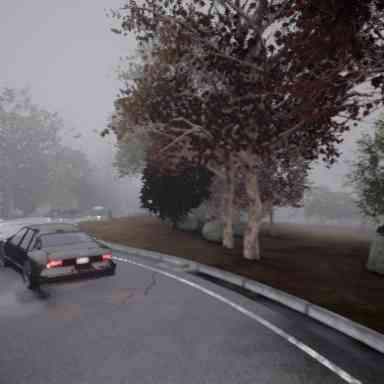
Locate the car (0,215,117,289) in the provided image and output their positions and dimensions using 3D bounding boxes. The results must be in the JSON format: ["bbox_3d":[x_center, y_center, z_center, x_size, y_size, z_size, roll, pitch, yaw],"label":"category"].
[{"bbox_3d":[-4.064,1.617,9.476,2.033,1.411,5.357,0,0,-39],"label":"car"}]

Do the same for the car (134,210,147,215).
[{"bbox_3d":[-8.169,3.649,58.970,2.128,1.511,4.902,0,-5,7],"label":"car"}]

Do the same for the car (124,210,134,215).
[{"bbox_3d":[-11.310,4.056,62.992,1.994,1.385,4.181,0,-5,8],"label":"car"}]

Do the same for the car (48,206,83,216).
[{"bbox_3d":[-14.514,2.217,38.288,1.895,1.301,4.718,0,-3,8],"label":"car"}]

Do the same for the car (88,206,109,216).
[{"bbox_3d":[-13.274,2.736,47.964,1.812,1.442,4.674,0,-4,7],"label":"car"}]
